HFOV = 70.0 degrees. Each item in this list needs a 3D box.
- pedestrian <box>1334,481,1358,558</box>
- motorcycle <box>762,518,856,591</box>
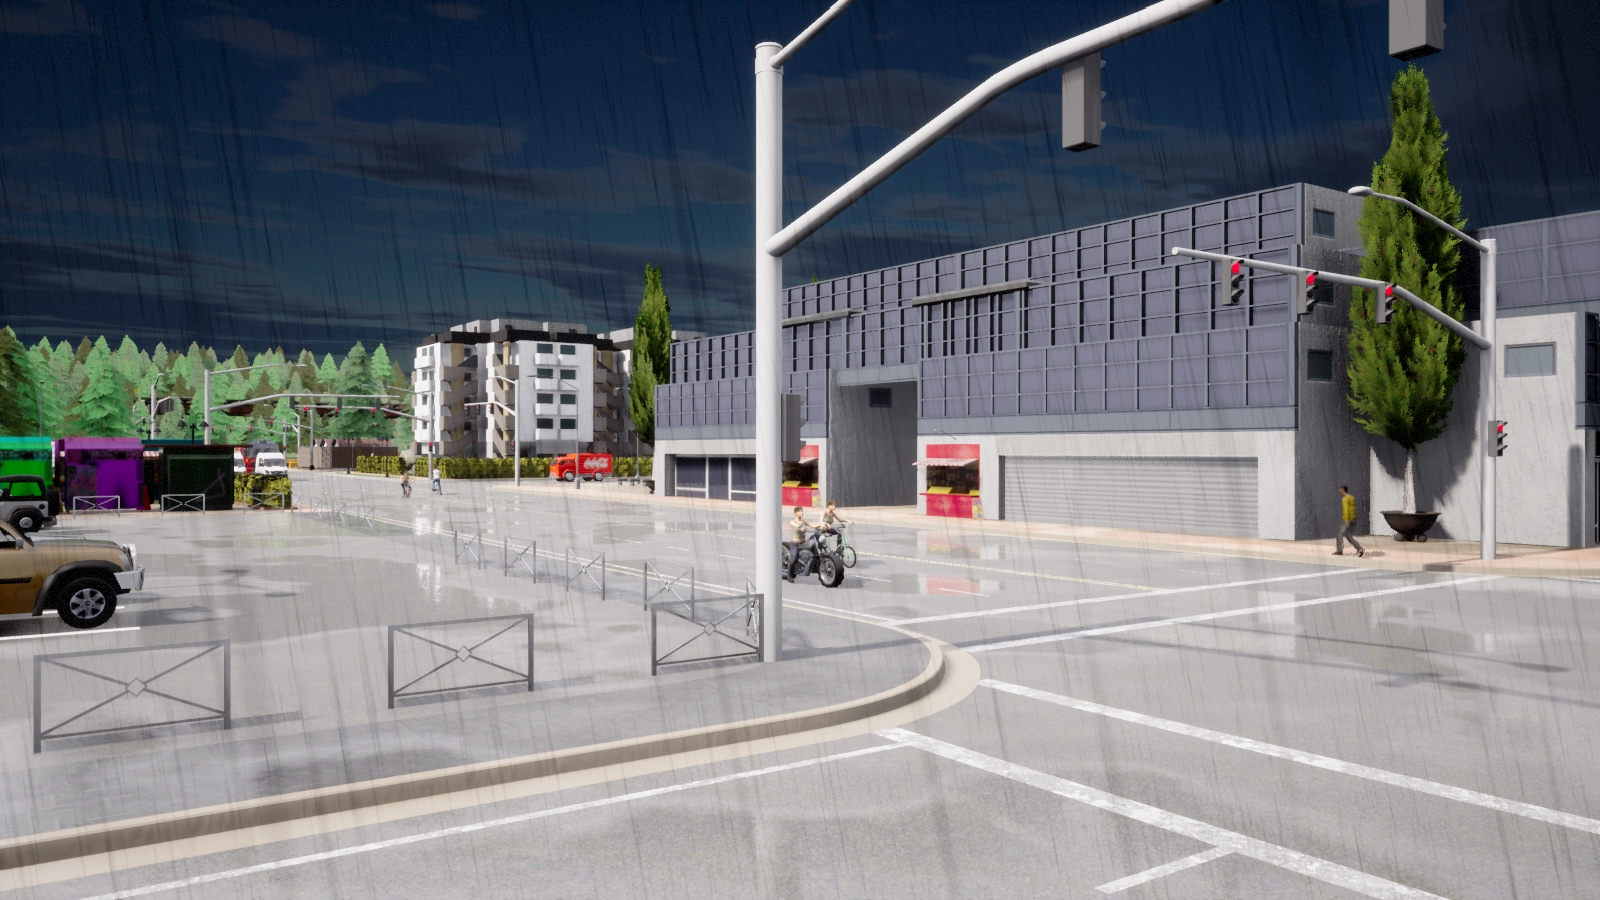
[{"bbox_3d":[13.434,1.696,28.109,0.375,1.860,0.375,0,0,-28],"label":"pedestrian"},{"bbox_3d":[0.165,2.155,23.900,0.764,1.307,2.356,0,0,-34],"label":"motorcycle"}]
